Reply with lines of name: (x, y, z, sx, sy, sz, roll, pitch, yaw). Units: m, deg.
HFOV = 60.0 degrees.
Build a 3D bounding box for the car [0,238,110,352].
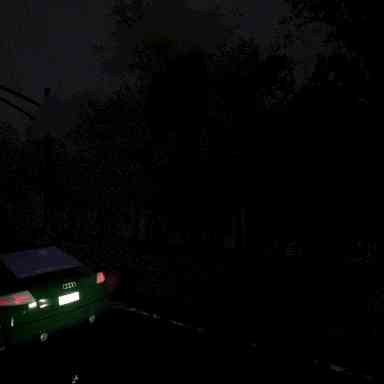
car: (-3.479, 1.564, 6.146, 4.181, 1.385, 1.994, 0, 0, 35)
